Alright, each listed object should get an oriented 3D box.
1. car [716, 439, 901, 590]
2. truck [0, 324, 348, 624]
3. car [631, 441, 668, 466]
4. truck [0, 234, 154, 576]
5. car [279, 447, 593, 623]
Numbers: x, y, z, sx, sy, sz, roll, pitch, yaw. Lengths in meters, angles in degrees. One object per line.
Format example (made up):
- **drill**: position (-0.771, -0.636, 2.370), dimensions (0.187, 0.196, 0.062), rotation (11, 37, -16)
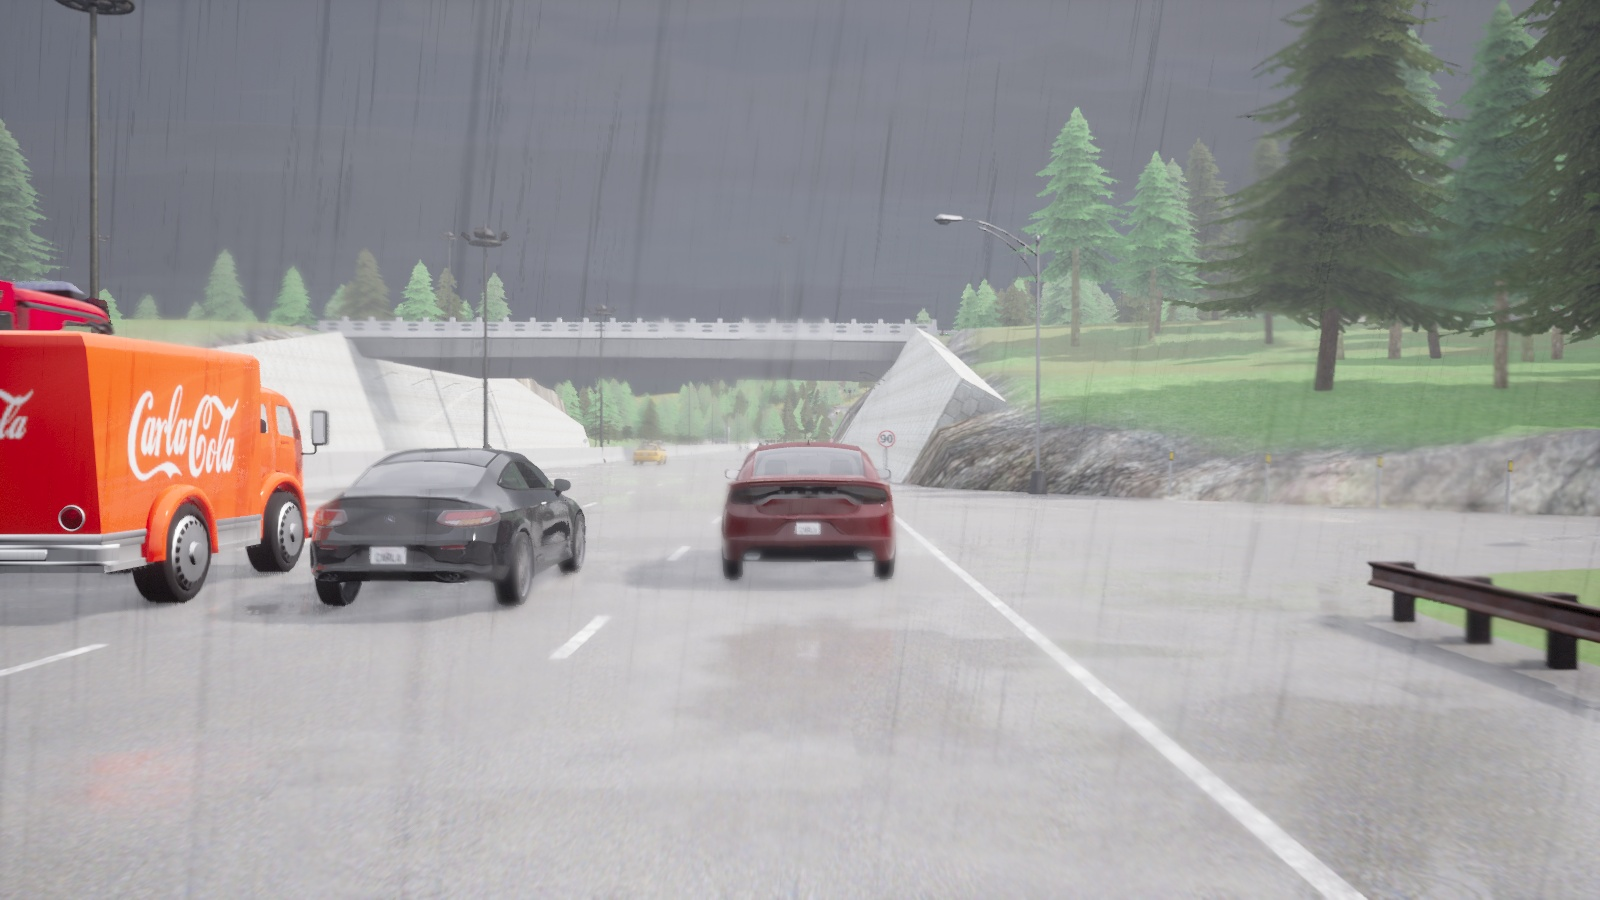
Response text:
- **car**: position (0.102, 0.638, 15.266), dimensions (1.882, 1.535, 5.008), rotation (0, 0, 0)
- **truck**: position (-6.911, 0.181, 12.924), dimensions (2.627, 2.467, 5.204), rotation (0, 0, 0)
- **car**: position (-10.007, 0.204, 83.974), dimensions (1.801, 1.575, 5.366), rotation (0, 0, 0)
- **truck**: position (-10.409, -0.501, 13.156), dimensions (2.891, 3.827, 8.468), rotation (0, 0, 0)
- **car**: position (-3.412, 0.698, 12.765), dimensions (1.812, 1.442, 4.674), rotation (0, 0, 0)
